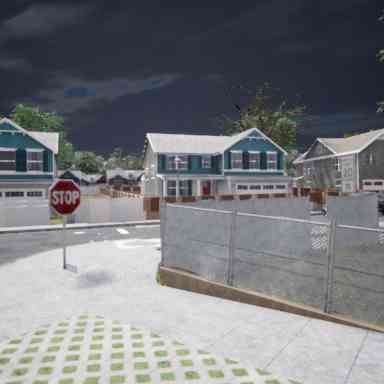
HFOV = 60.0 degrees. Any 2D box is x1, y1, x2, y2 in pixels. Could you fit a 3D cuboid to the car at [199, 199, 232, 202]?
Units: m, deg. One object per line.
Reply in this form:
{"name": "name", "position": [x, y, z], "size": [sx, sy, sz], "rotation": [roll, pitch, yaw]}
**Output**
{"name": "car", "position": [1.155, 1.069, 17.999], "size": [5.357, 1.411, 2.033], "rotation": [-2, 0, -18]}

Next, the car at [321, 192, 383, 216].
{"name": "car", "position": [10.490, 0.773, 20.985], "size": [4.892, 1.490, 1.837], "rotation": [-2, 0, -17]}
